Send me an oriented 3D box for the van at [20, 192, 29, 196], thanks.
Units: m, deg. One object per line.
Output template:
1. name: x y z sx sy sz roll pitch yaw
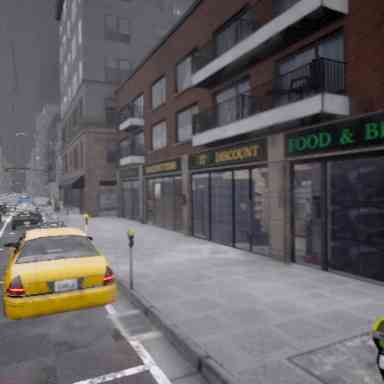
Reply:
1. van: -30.109 1.287 59.842 1.690 1.788 3.998 -1 0 -27

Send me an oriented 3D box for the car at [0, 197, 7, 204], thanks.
1. car: -20.015 1.530 34.107 1.812 1.442 4.674 -1 0 -27

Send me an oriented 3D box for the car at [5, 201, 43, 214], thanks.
1. car: -10.371 1.527 20.924 2.008 1.369 4.403 -1 0 -27

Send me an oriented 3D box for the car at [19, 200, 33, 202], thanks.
1. car: -12.866 1.555 25.846 1.802 1.307 4.206 -1 0 -27

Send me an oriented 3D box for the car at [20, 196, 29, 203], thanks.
1. car: -35.245 1.520 69.978 1.802 1.307 4.206 -1 0 -27

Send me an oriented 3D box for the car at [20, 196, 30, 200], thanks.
1. car: -15.364 1.409 30.768 1.967 1.590 4.097 -1 0 -27

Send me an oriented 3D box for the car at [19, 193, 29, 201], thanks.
1. car: -42.956 1.233 85.178 2.192 1.841 5.009 -1 0 -27

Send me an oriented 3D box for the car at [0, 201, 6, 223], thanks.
1. car: -14.146 1.573 22.756 1.994 1.385 4.181 -1 0 -27

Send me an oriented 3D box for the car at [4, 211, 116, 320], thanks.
1. car: -3.141 1.437 7.521 1.801 1.575 5.366 -1 0 -27
